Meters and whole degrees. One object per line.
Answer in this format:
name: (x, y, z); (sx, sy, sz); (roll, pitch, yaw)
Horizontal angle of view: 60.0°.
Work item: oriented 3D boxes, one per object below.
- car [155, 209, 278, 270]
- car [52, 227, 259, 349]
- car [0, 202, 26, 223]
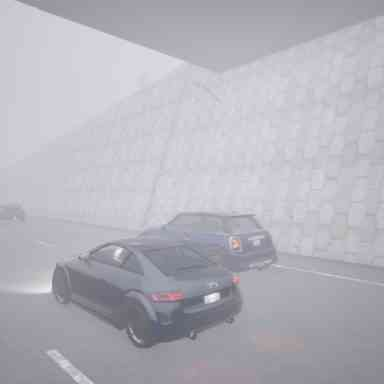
car: (0.222, 1.344, 10.143); (2.097, 1.767, 4.553); (0, 0, -43)
car: (-1.075, 1.563, 6.419); (1.994, 1.385, 4.181); (0, 0, -43)
car: (-14.386, 1.558, 25.640); (1.837, 1.490, 4.892); (0, 1, -43)
